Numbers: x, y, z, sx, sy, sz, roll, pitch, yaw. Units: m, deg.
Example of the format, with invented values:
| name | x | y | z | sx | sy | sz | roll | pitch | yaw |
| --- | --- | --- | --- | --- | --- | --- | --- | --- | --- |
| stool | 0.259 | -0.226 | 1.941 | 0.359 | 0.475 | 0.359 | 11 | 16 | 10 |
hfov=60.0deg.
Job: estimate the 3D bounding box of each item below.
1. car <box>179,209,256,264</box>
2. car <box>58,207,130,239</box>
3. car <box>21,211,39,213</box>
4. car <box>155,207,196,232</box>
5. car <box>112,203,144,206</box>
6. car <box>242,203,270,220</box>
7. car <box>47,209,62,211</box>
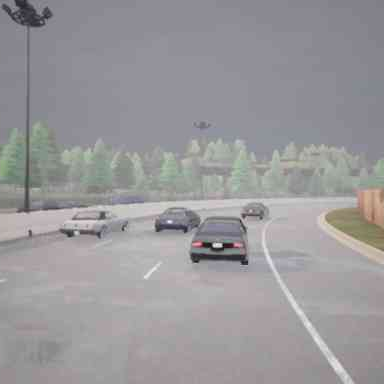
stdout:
| name | x | y | z | sx | sy | sz | roll | pitch | yaw |
| --- | --- | --- | --- | --- | --- | --- | --- | --- | --- |
| car | 1.116 | 1.583 | 12.004 | 2.033 | 1.411 | 5.357 | 0 | 0 | 9 |
| car | -4.946 | 1.626 | 17.705 | 1.895 | 1.301 | 4.718 | 0 | 0 | 11 |
| car | -15.228 | 1.572 | 33.995 | 2.033 | 1.411 | 5.357 | 0 | 0 | 19 |
| car | -0.760 | 1.613 | 20.274 | 1.994 | 1.385 | 4.181 | 0 | 0 | 13 |
| car | -7.195 | 1.282 | 35.662 | 2.150 | 2.045 | 5.566 | 0 | 0 | 21 |
| car | 5.739 | 1.648 | 29.908 | 2.033 | 1.411 | 5.357 | 0 | 0 | 21 |
| car | -12.018 | 1.635 | 32.546 | 1.895 | 1.301 | 4.718 | 0 | 0 | 19 |
